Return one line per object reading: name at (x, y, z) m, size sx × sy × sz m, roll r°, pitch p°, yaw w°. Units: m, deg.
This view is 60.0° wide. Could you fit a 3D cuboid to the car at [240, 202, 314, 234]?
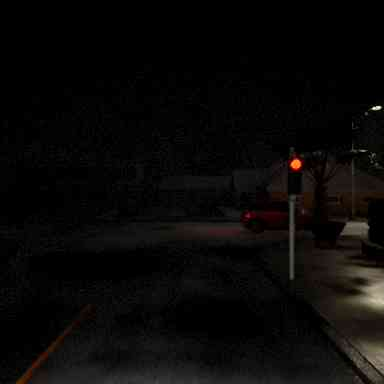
car at (5.028, 1.324, 18.463) m, size 4.553 × 1.767 × 2.097 m, roll 0°, pitch 0°, yaw 0°
